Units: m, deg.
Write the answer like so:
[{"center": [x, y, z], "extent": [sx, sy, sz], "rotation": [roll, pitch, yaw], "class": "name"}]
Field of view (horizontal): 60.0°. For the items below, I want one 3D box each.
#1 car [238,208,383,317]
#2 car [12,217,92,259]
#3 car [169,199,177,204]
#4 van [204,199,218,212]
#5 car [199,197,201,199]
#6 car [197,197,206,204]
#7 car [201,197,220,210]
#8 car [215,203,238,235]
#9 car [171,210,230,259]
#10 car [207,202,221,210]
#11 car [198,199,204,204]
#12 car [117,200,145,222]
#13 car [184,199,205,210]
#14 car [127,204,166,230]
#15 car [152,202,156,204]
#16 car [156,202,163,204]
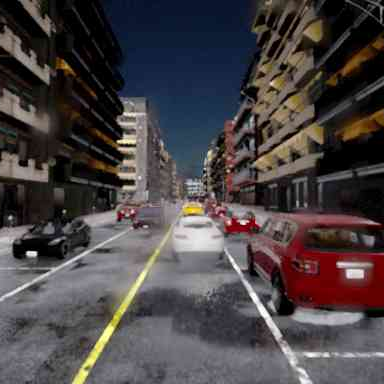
[{"center": [2.556, 1.388, 7.600], "extent": [2.192, 1.841, 5.009], "rotation": [1, -1, 0], "class": "car"}, {"center": [-5.294, 1.693, 13.191], "extent": [1.947, 1.339, 4.313], "rotation": [1, -1, 0], "class": "car"}, {"center": [-5.272, 2.595, 89.980], "extent": [1.947, 1.339, 4.313], "rotation": [1, -1, 0], "class": "car"}, {"center": [2.566, 1.833, 46.318], "extent": [1.690, 1.788, 3.998], "rotation": [1, -1, 0], "class": "van"}, {"center": [0.116, 1.943, 54.383], "extent": [2.097, 1.767, 4.553], "rotation": [0, -1, 0], "class": "car"}, {"center": [2.613, 2.345, 90.027], "extent": [2.192, 1.841, 5.009], "rotation": [1, -1, 0], "class": "car"}, {"center": [2.565, 1.741, 40.787], "extent": [2.192, 1.841, 5.009], "rotation": [1, -1, 0], "class": "car"}, {"center": [2.556, 1.623, 18.661], "extent": [1.967, 1.590, 4.097], "rotation": [1, -1, 0], "class": "car"}, {"center": [0.162, 1.652, 13.135], "extent": [1.812, 1.442, 4.674], "rotation": [0, -1, -2], "class": "car"}, {"center": [2.557, 1.882, 29.722], "extent": [1.802, 1.307, 4.206], "rotation": [1, -1, 0], "class": "car"}, {"center": [2.610, 2.627, 95.753], "extent": [1.752, 1.417, 4.829], "rotation": [1, -1, 0], "class": "car"}, {"center": [-5.284, 1.616, 29.782], "extent": [2.192, 1.841, 5.009], "rotation": [1, -1, 0], "class": "car"}, {"center": [0.110, 1.858, 36.863], "extent": [1.882, 1.535, 5.008], "rotation": [0, 0, 0], "class": "car"}, {"center": [-2.842, 1.777, 23.149], "extent": [2.033, 1.411, 5.357], "rotation": [0, -1, 0], "class": "car"}, {"center": [-5.288, 1.908, 35.311], "extent": [1.887, 1.381, 4.507], "rotation": [1, -1, 0], "class": "car"}, {"center": [-5.284, 2.142, 51.903], "extent": [1.802, 1.307, 4.206], "rotation": [1, -1, 0], "class": "car"}]
